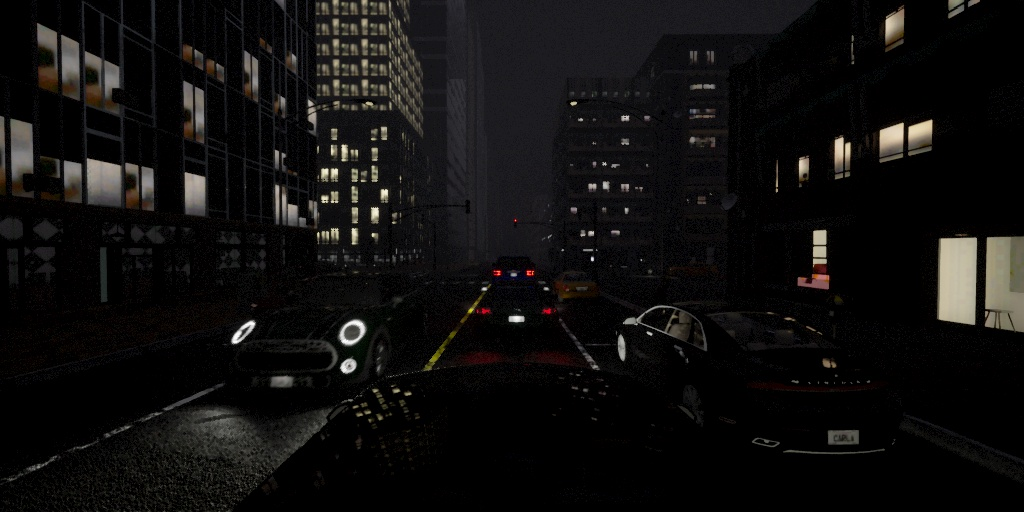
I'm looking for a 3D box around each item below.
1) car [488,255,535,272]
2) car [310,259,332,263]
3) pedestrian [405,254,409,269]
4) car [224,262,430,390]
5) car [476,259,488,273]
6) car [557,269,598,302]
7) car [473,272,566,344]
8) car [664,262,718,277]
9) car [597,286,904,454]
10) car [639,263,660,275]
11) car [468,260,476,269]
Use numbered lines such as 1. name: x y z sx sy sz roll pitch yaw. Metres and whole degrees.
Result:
1. car: 0.085 0.967 19.451 2.150 2.045 5.566 0 0 0
2. car: -17.874 1.154 34.310 4.674 1.442 1.812 1 1 2
3. pedestrian: -12.568 0.670 42.974 0.375 1.860 0.375 0 0 1
4. car: -3.098 1.100 7.071 2.097 1.767 4.553 0 0 0
5. car: -0.731 1.288 37.314 5.357 1.411 2.033 0 0 1
6. car: 2.811 1.271 16.678 1.751 1.417 4.829 0 0 0
7. car: 0.094 1.312 9.643 1.994 1.385 4.181 0 0 0
8. car: 18.491 1.362 37.025 5.008 1.535 1.882 0 1 1
9. car: 2.816 1.299 5.220 2.007 1.370 4.403 0 0 0
10. car: 16.290 1.373 39.654 4.403 1.370 2.007 0 0 1
11. car: -5.716 1.264 54.290 1.751 1.417 4.829 0 0 0
